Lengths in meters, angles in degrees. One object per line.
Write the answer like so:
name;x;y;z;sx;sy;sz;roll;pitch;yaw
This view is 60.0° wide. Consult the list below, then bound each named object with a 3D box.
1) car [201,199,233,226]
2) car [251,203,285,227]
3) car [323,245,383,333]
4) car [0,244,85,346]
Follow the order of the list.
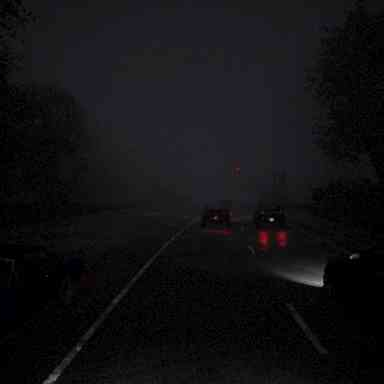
car;1.750;1.482;23.355;1.882;1.535;5.008;0;0;6
car;5.242;1.503;23.145;2.128;1.511;4.902;0;0;6
car;3.837;1.573;5.680;1.994;1.385;4.181;0;0;2
car;-3.385;1.597;5.192;1.895;1.301;4.718;0;0;2
